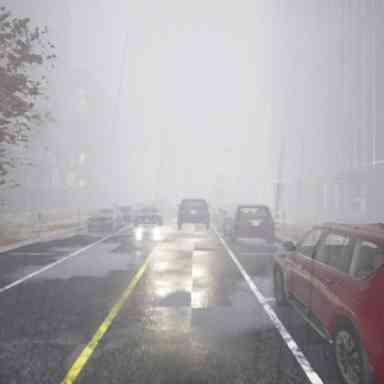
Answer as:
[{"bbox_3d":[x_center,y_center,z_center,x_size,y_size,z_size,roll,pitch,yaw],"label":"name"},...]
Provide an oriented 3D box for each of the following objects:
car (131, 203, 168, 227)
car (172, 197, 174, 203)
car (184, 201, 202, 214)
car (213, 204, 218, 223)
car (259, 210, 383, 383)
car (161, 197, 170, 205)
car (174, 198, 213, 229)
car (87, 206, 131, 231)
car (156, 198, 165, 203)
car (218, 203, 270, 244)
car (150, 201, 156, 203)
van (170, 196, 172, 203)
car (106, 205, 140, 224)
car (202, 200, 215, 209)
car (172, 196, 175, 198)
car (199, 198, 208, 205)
[{"bbox_3d":[-3.092,1.793,24.778,1.994,1.385,4.181,0,-1,0],"label":"car"},{"bbox_3d":[-5.669,2.228,73.433,1.802,1.307,4.206,0,0,0],"label":"car"},{"bbox_3d":[0.110,1.869,41.807,2.128,1.511,4.902,0,-1,0],"label":"car"},{"bbox_3d":[2.701,1.783,28.052,1.752,1.417,4.829,0,-1,0],"label":"car"},{"bbox_3d":[2.696,1.364,5.116,2.192,1.841,5.009,0,-1,0],"label":"car"},{"bbox_3d":[-5.671,2.096,62.049,1.887,1.381,4.507,0,0,0],"label":"car"},{"bbox_3d":[0.108,1.440,23.541,2.150,2.045,5.566,0,0,0],"label":"car"},{"bbox_3d":[-5.681,1.757,22.204,2.008,1.369,4.403,0,-1,0],"label":"car"},{"bbox_3d":[-5.674,2.005,50.664,2.008,1.369,4.403,0,0,0],"label":"car"},{"bbox_3d":[2.699,1.469,16.501,2.192,1.841,5.009,0,-1,0],"label":"car"},{"bbox_3d":[-5.677,1.938,39.279,1.802,1.307,4.206,0,0,0],"label":"car"},{"bbox_3d":[-5.669,1.940,67.743,1.690,1.788,3.998,0,0,0],"label":"van"},{"bbox_3d":[-5.680,1.823,27.897,1.947,1.339,4.313,0,-1,0],"label":"car"},{"bbox_3d":[2.708,2.069,56.342,1.947,1.339,4.313,0,0,0],"label":"car"},{"bbox_3d":[-5.664,2.226,90.509,1.967,1.590,4.097,0,0,0],"label":"car"},{"bbox_3d":[2.714,2.133,79.109,1.967,1.590,4.097,0,0,0],"label":"car"}]
